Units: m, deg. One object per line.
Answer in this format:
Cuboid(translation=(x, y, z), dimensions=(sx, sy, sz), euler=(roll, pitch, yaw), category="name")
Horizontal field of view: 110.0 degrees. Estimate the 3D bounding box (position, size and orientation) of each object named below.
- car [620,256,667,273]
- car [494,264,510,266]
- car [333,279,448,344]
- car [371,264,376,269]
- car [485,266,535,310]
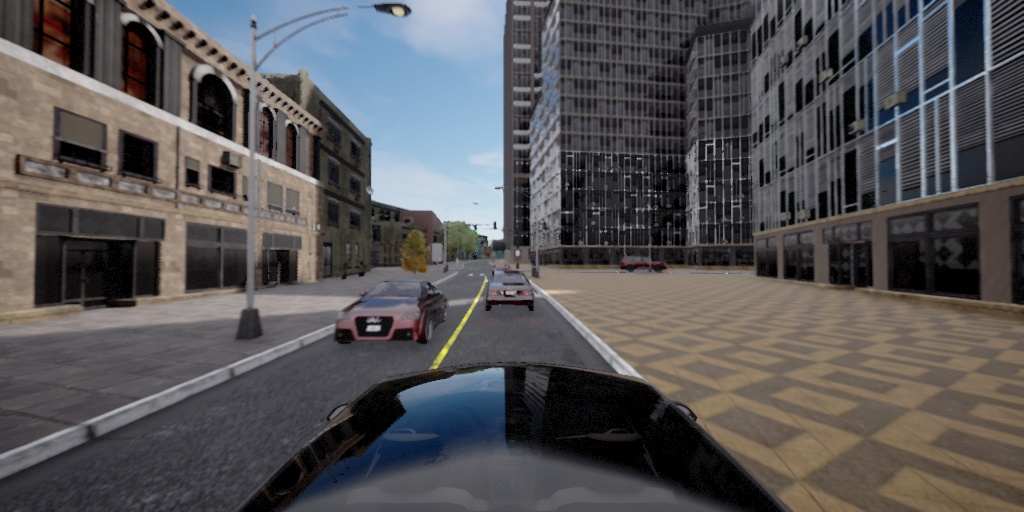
Cuboid(translation=(14.845, 0.947, 40.747), dimensions=(5.009, 1.841, 2.192), euler=(0, 0, 16), category="car")
Cuboid(translation=(-0.963, 1.369, 34.361), dimensions=(1.895, 1.301, 4.718), euler=(0, 0, -2), category="car")
Cuboid(translation=(-2.922, 1.319, 9.472), dimensions=(1.994, 1.385, 4.181), euler=(0, 0, -1), category="car")
Cuboid(translation=(-21.796, 1.339, 51.640), dimensions=(4.313, 1.339, 1.948), euler=(0, 0, 16), category="car")
Cuboid(translation=(-0.128, 1.305, 14.710), dimensions=(2.033, 1.411, 5.357), euler=(0, 0, -1), category="car")
